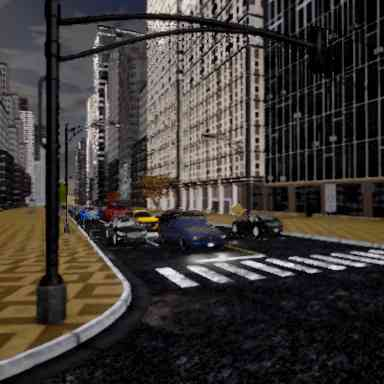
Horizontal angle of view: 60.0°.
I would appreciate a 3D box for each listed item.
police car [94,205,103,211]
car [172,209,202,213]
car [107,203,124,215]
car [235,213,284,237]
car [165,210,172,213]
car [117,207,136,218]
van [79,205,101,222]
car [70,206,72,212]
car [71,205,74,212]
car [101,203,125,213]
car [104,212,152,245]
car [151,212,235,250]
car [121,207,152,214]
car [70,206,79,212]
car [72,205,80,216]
[{"bbox_3d":[-25.962,4.334,91.944,1.930,1.638,5.238,0,-2,-22],"label":"police car"},{"bbox_3d":[-0.049,2.426,31.943,1.947,1.339,4.313,-1,-1,-22],"label":"car"},{"bbox_3d":[-13.554,3.001,58.760,2.150,2.045,5.566,0,-2,-22],"label":"car"},{"bbox_3d":[4.127,2.069,21.502,2.008,1.369,4.403,-1,-1,-22],"label":"car"},{"bbox_3d":[-2.137,2.598,37.163,1.947,1.339,4.313,-1,-1,-22],"label":"car"},{"bbox_3d":[-9.679,2.959,49.078,1.837,1.490,4.892,0,-2,-22],"label":"car"},{"bbox_3d":[-12.011,2.525,39.278,1.690,1.788,3.998,-1,-1,-22],"label":"van"},{"bbox_3d":[-22.446,3.609,65.374,1.887,1.381,4.507,-1,-1,-22],"label":"car"},{"bbox_3d":[-20.296,3.406,59.997,1.752,1.417,4.829,-1,-1,-22],"label":"car"},{"bbox_3d":[-8.678,2.336,37.993,2.150,2.045,5.566,0,-2,-21],"label":"car"},{"bbox_3d":[-3.654,2.048,18.390,2.008,1.369,4.403,-1,-1,-22],"label":"car"},{"bbox_3d":[-0.193,1.967,16.782,2.033,1.411,5.357,0,-2,-23],"label":"car"},{"bbox_3d":[-4.002,2.207,26.268,1.882,1.535,5.008,0,-2,-22],"label":"car"},{"bbox_3d":[-28.709,4.145,81.034,1.887,1.381,4.507,-1,-1,-22],"label":"car"},{"bbox_3d":[-18.270,3.260,54.933,2.008,1.369,4.403,-1,-1,-22],"label":"car"}]
